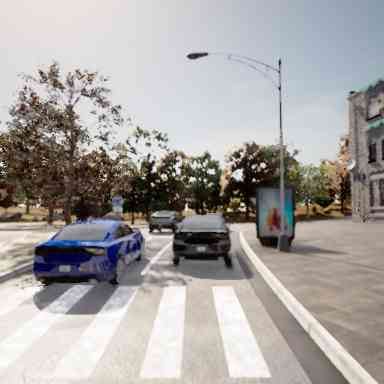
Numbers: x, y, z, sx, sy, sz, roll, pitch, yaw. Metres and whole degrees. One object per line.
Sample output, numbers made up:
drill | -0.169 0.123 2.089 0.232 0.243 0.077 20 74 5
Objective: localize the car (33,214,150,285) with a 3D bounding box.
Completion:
car | -2.662 1.540 9.695 1.882 1.535 5.008 0 -1 2

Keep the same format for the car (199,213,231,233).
car | 1.887 2.359 25.946 1.994 1.385 4.181 -1 -4 12

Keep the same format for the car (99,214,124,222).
car | -14.610 4.755 60.435 4.181 1.385 1.994 0 -4 -1

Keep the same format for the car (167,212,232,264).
car | 0.405 1.574 12.247 1.882 1.535 5.008 0 -1 3

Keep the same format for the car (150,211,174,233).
car | -1.828 2.152 24.222 2.128 1.511 4.902 0 -4 6

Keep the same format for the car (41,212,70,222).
car | -24.863 4.463 60.498 4.553 1.767 2.097 3 -5 -33

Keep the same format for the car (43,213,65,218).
car | -23.135 4.465 57.738 4.181 1.385 1.994 3 -5 -33
